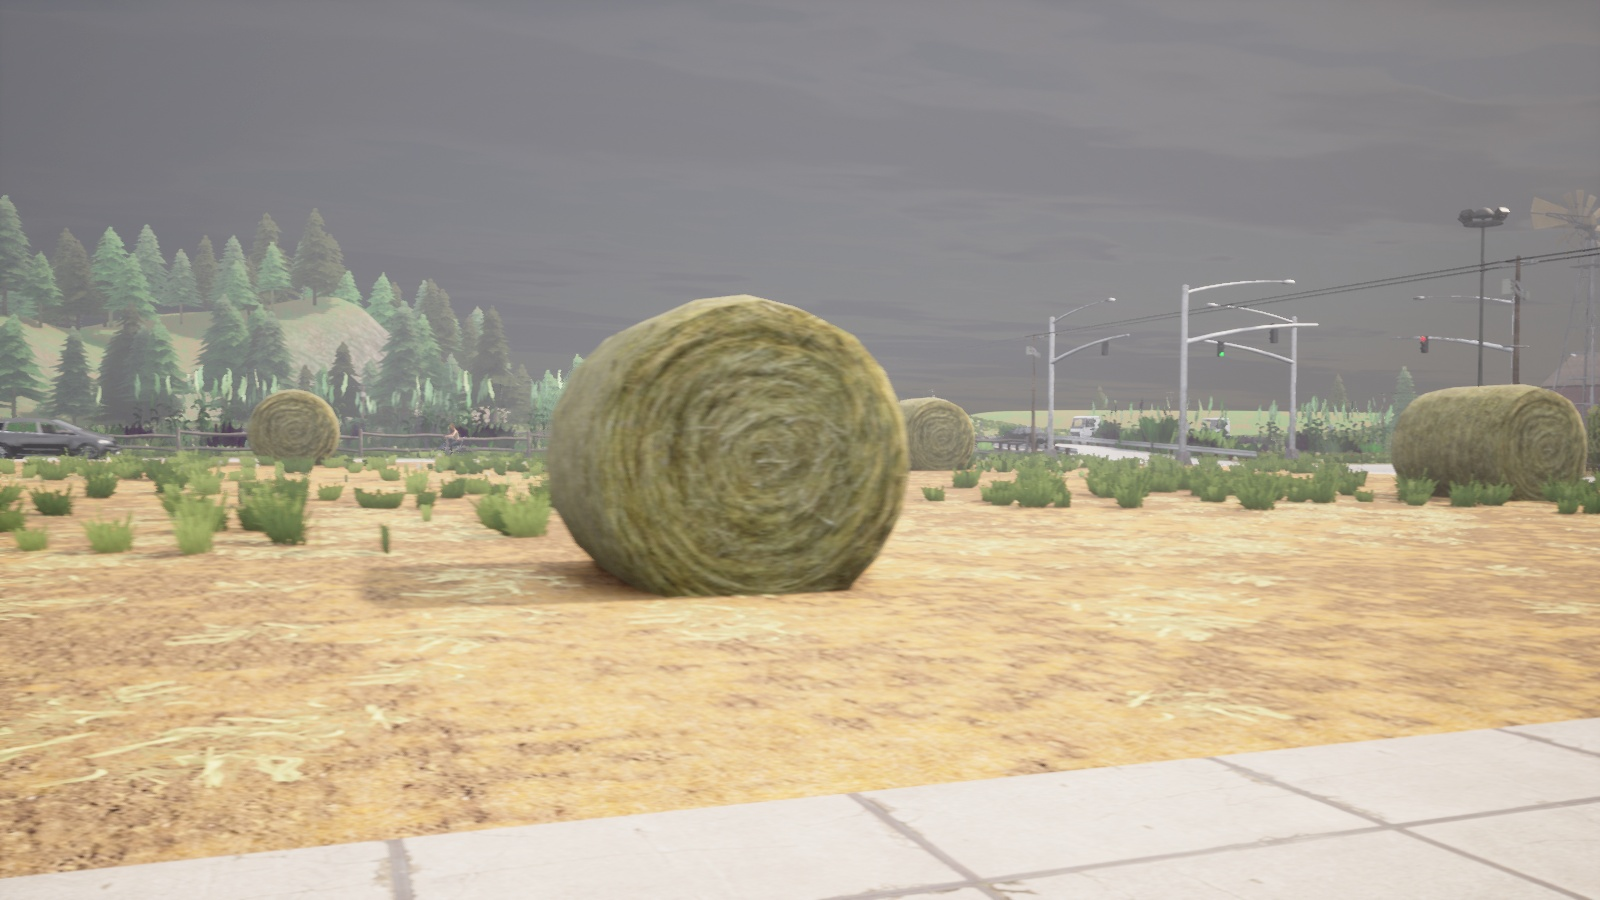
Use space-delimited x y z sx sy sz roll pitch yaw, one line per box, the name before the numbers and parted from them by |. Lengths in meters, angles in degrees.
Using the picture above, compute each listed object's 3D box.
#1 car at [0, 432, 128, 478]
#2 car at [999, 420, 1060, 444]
car | -28.448 0.162 47.899 4.611 1.667 2.242 -1 1 -17
car | 15.386 -1.213 84.365 2.033 1.411 5.357 -1 3 -13
